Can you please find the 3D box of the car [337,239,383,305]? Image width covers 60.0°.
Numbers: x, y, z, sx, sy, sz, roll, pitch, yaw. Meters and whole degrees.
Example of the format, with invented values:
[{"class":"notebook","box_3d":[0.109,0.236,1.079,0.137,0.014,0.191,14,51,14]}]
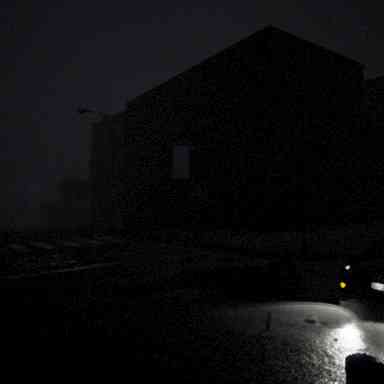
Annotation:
[{"class":"car","box_3d":[5.064,1.559,7.255,4.181,1.385,1.994,0,0,-35]}]
